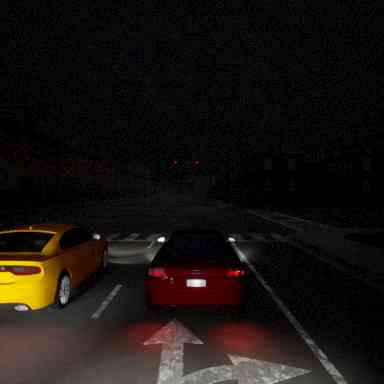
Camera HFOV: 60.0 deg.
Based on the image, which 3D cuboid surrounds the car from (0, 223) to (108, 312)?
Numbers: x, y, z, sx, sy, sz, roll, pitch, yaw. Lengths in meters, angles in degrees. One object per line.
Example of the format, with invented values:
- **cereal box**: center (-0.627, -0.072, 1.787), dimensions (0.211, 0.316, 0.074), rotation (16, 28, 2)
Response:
- **car**: center (-3.385, 1.478, 7.860), dimensions (1.882, 1.535, 5.008), rotation (0, 0, 0)

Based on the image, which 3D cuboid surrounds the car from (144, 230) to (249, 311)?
- **car**: center (0.107, 1.564, 7.828), dimensions (1.994, 1.385, 4.181), rotation (0, 0, 1)
